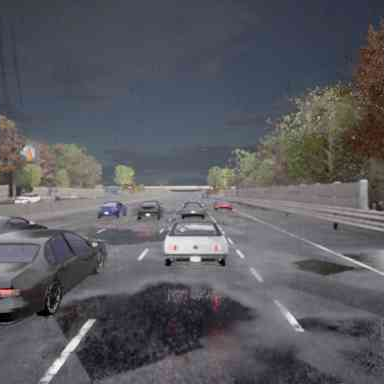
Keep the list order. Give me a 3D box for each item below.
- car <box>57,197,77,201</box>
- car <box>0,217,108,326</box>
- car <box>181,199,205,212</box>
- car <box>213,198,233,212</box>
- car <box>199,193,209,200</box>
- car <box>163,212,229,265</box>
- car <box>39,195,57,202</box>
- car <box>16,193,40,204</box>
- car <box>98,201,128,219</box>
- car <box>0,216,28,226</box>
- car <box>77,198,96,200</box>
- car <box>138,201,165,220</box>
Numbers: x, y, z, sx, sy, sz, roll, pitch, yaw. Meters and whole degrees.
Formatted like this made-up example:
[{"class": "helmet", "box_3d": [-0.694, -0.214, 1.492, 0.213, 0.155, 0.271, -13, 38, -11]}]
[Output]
[{"class": "car", "box_3d": [-21.032, 1.619, 57.557, 1.895, 1.301, 4.718, 0, 0, 1]}, {"class": "car", "box_3d": [-3.401, 1.545, 7.400, 2.033, 1.411, 5.357, 0, 0, 0]}, {"class": "car", "box_3d": [0.096, 1.567, 28.858, 1.994, 1.385, 4.181, 0, 0, 0]}, {"class": "car", "box_3d": [3.493, 1.419, 38.057, 1.994, 1.385, 4.181, 0, 0, 0]}, {"class": "car", "box_3d": [3.485, 1.207, 88.794, 2.150, 2.045, 5.566, 0, 0, 0]}, {"class": "car", "box_3d": [0.102, 1.599, 11.580, 1.895, 1.301, 4.718, 0, 0, 0]}, {"class": "car", "box_3d": [-24.534, 1.544, 58.585, 1.812, 1.442, 4.674, 0, 0, 1]}, {"class": "car", "box_3d": [-28.026, 1.237, 57.241, 2.150, 2.045, 5.566, 0, 0, 0]}, {"class": "car", "box_3d": [-6.905, 1.528, 29.158, 1.812, 1.442, 4.674, 0, 0, 0]}, {"class": "car", "box_3d": [-6.899, 1.561, 12.184, 1.994, 1.385, 4.181, 0, 0, 0]}, {"class": "car", "box_3d": [-17.547, 1.619, 57.251, 1.895, 1.301, 4.718, 0, 0, 1]}, {"class": "car", "box_3d": [-3.405, 1.507, 28.127, 1.837, 1.490, 4.892, 0, 0, 0]}]
